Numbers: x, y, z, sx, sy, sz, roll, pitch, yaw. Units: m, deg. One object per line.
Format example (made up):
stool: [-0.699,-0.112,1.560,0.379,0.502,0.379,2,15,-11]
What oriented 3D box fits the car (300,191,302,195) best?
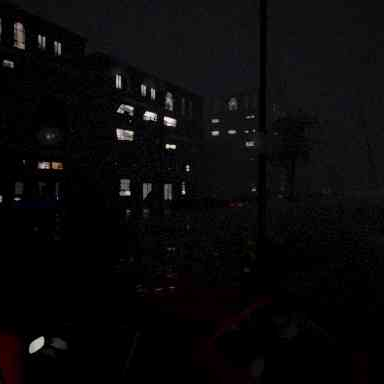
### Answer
car: [27.781,0.115,87.963,1.887,1.381,4.507,2,2,35]

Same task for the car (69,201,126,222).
car: [-6.675,1.328,23.745,1.947,1.339,4.313,2,2,35]

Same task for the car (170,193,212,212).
car: [-0.317,1.132,32.887,1.887,1.381,4.507,2,2,35]

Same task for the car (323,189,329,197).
car: [28.301,0.361,74.034,2.008,1.369,4.403,2,2,35]

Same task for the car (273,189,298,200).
car: [15.680,0.676,55.886,1.752,1.417,4.829,2,2,35]

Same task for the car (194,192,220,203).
car: [2.344,0.807,51.388,2.008,1.369,4.403,2,2,35]

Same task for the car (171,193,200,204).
car: [-0.836,0.909,46.816,1.947,1.339,4.313,2,2,35]

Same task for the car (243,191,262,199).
car: [11.786,0.526,64.963,1.752,1.417,4.829,2,2,35]

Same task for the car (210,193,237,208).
car: [2.863,1.050,37.459,2.008,1.369,4.403,2,2,35]

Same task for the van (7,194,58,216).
van: [-13.553,1.035,28.523,1.690,1.788,3.998,2,2,35]

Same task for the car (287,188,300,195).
car: [24.604,-0.029,83.385,2.192,1.841,5.009,2,2,35]

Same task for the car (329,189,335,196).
car: [34.662,0.080,83.176,1.967,1.590,4.097,2,2,35]

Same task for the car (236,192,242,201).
car: [7.563,0.816,48.861,1.812,1.442,4.674,1,1,35]

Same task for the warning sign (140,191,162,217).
warning sign: [-3.057,0.851,24.823,1.300,1.860,1.060,-1,0,35]

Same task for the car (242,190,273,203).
car: [9.223,0.877,46.603,2.008,1.369,4.403,2,2,35]

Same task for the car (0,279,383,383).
car: [-0.315,1.544,3.095,4.507,1.381,1.887,0,0,36]

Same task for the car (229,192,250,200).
car: [8.703,0.650,60.532,1.947,1.339,4.313,2,2,35]

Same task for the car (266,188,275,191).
car: [13.187,0.357,57.029,2.150,2.045,5.566,1,1,35]

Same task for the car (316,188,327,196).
car: [33.119,-0.033,84.768,2.097,1.767,4.553,0,1,28]

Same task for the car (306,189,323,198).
car: [25.122,0.446,69.463,2.008,1.369,4.403,2,2,35]

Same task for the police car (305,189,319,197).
police car: [27.663,0.191,76.647,1.930,1.638,5.238,0,1,32]

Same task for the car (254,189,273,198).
car: [15.066,0.227,69.670,2.192,1.841,5.009,2,2,35]
